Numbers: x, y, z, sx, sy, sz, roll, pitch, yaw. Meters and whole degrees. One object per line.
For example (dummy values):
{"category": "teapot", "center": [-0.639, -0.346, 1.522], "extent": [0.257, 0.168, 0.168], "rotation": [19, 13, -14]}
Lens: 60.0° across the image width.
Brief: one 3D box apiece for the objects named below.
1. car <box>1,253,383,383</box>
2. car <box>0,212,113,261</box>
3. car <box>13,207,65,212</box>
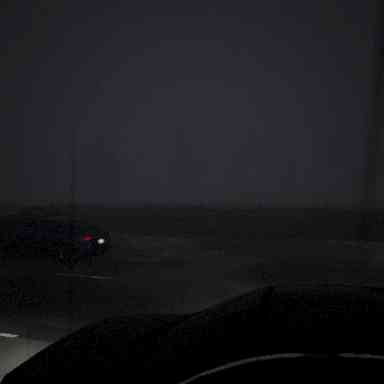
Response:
{"category": "car", "center": [0.862, 1.505, 2.346], "extent": [4.892, 1.490, 1.837], "rotation": [0, 0, 17]}
{"category": "car", "center": [-4.855, 1.564, 11.405], "extent": [4.181, 1.385, 1.994], "rotation": [0, 0, 17]}
{"category": "car", "center": [-7.713, 1.491, 15.934], "extent": [4.902, 1.511, 2.128], "rotation": [0, 0, 17]}
